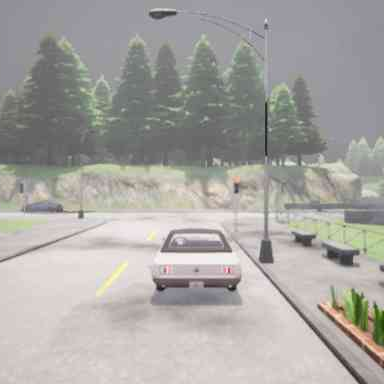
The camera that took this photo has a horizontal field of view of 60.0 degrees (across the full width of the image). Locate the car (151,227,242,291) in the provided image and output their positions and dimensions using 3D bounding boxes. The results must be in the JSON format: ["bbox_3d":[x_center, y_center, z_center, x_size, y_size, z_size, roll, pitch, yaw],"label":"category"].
[{"bbox_3d":[0.099,1.608,8.976,1.895,1.301,4.718,0,0,0],"label":"car"}]

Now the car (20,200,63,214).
[{"bbox_3d":[-15.982,1.591,35.496,4.181,1.385,1.994,0,0,2],"label":"car"}]
